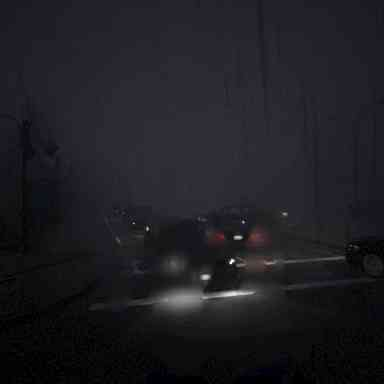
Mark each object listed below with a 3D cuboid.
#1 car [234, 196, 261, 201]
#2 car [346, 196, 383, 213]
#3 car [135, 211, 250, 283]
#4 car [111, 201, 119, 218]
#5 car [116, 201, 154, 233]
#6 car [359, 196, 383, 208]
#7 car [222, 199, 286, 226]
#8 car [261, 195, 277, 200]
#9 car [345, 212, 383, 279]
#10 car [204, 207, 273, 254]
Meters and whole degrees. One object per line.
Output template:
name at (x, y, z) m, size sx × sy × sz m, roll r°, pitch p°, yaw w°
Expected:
car at (7.307, 1.287, 46.187) m, size 2.007 × 1.523 × 4.514 m, roll 0°, pitch 0°, yaw -17°
car at (15.568, 1.356, 29.241) m, size 1.970 × 1.475 × 3.806 m, roll 0°, pitch 0°, yaw -17°
car at (-0.369, 1.543, 10.128) m, size 2.033 × 1.411 × 5.357 m, roll 0°, pitch 0°, yaw -15°
car at (-6.290, 1.515, 30.106) m, size 2.033 × 1.411 × 5.357 m, roll 0°, pitch 0°, yaw -17°
car at (-3.116, 1.529, 19.958) m, size 2.033 × 1.411 × 5.357 m, roll 0°, pitch 0°, yaw -17°
car at (23.857, 1.273, 43.239) m, size 1.845 × 1.501 × 3.633 m, roll 0°, pitch 0°, yaw -17°
car at (2.834, 1.466, 19.917) m, size 5.357 × 1.411 × 2.033 m, roll -3°, pitch 1°, yaw -15°
car at (10.294, 1.277, 47.147) m, size 2.152 × 1.636 × 5.027 m, roll 0°, pitch 0°, yaw -17°
car at (6.536, 1.475, 8.267) m, size 5.008 × 1.535 × 1.882 m, roll 0°, pitch 0°, yaw 39°
car at (1.347, 1.538, 13.410) m, size 2.033 × 1.411 × 5.357 m, roll 0°, pitch 0°, yaw -4°
